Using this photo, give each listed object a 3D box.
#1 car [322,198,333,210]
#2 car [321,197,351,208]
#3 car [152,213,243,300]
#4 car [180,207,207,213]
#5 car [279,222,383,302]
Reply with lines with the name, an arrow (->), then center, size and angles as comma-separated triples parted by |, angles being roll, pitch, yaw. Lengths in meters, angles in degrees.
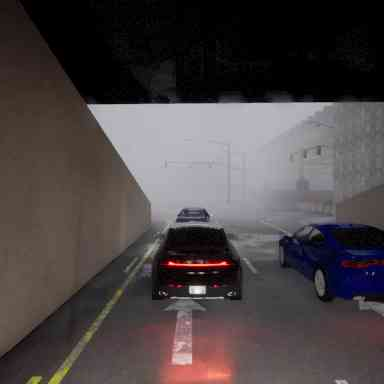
car -> 17.611, 1.453, 40.675 | 4.974, 1.542, 2.038 | 0, 0, -45
car -> 17.648, 1.295, 40.712 | 4.536, 1.218, 1.853 | 0, 0, -45
car -> 0.105, 1.505, 8.380 | 1.837, 1.490, 4.892 | 0, 0, 0
car -> 0.099, 1.547, 18.126 | 2.033, 1.411, 5.357 | 0, 0, 3
car -> 3.604, 1.478, 8.363 | 1.882, 1.535, 5.008 | 0, 0, 0
